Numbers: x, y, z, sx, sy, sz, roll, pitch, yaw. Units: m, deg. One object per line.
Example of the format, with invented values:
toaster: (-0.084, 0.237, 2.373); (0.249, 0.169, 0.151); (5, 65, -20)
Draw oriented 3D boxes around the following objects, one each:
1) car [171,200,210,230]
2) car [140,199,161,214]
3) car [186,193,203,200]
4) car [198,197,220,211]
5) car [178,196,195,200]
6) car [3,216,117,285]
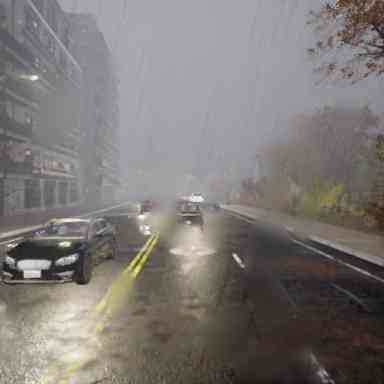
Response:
car: (-0.278, 1.478, 20.982); (2.128, 1.511, 4.902); (0, 0, -2)
car: (-4.297, 1.455, 34.713); (1.882, 1.535, 5.008); (0, 0, -3)
car: (0.716, 1.160, 59.058); (2.150, 2.045, 5.566); (0, -1, -5)
car: (2.122, 1.568, 39.699); (1.895, 1.301, 4.718); (0, 0, -3)
car: (-1.093, 1.534, 39.023); (1.994, 1.385, 4.181); (0, 0, -3)
car: (-3.460, 1.488, 9.572); (2.128, 1.511, 4.902); (0, 0, -1)
